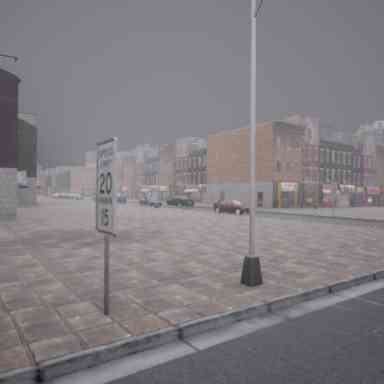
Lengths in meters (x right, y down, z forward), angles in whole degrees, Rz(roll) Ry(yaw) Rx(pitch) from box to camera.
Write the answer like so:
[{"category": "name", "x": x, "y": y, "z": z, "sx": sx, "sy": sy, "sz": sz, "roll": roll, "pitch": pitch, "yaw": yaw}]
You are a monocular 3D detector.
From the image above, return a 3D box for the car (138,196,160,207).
[{"category": "car", "x": -5.659, "y": 1.247, "z": 44.353, "sx": 1.947, "sy": 1.339, "sz": 4.313, "roll": 1, "pitch": 0, "yaw": -35}]

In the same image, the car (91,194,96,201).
[{"category": "car", "x": -16.227, "y": 1.036, "z": 58.569, "sx": 1.837, "sy": 1.490, "sz": 4.892, "roll": 1, "pitch": 0, "yaw": -35}]

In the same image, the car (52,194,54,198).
[{"category": "car", "x": -34.184, "y": 0.861, "z": 84.531, "sx": 1.752, "sy": 1.417, "sz": 4.829, "roll": 1, "pitch": 0, "yaw": -35}]

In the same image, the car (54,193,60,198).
[{"category": "car", "x": -31.102, "y": 0.910, "z": 80.191, "sx": 1.887, "sy": 1.381, "sz": 4.507, "roll": 1, "pitch": 0, "yaw": -35}]

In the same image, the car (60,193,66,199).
[{"category": "car", "x": -27.921, "y": 0.942, "z": 75.710, "sx": 1.887, "sy": 1.381, "sz": 4.507, "roll": 1, "pitch": 0, "yaw": -35}]

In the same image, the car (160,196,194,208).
[{"category": "car", "x": -1.700, "y": 1.216, "z": 43.491, "sx": 1.882, "sy": 1.535, "sz": 5.008, "roll": 1, "pitch": 0, "yaw": -35}]

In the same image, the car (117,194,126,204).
[{"category": "car", "x": -12.170, "y": 1.064, "z": 52.863, "sx": 1.882, "sy": 1.535, "sz": 5.008, "roll": 1, "pitch": 0, "yaw": -35}]

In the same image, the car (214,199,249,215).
[{"category": "car", "x": 3.881, "y": 1.385, "z": 30.915, "sx": 1.887, "sy": 1.381, "sz": 4.507, "roll": 2, "pitch": 0, "yaw": -35}]

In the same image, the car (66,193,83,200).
[{"category": "car", "x": -24.741, "y": 0.982, "z": 71.231, "sx": 2.008, "sy": 1.369, "sz": 4.403, "roll": 1, "pitch": 0, "yaw": -35}]
